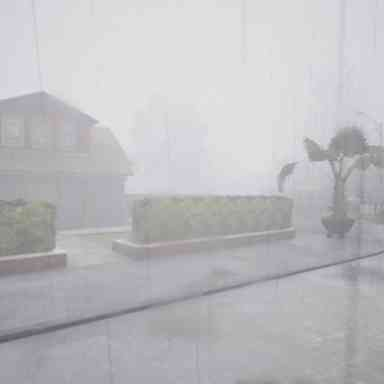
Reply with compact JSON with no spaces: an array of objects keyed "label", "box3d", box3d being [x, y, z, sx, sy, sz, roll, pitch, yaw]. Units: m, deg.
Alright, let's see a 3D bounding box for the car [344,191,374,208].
[{"label":"car","box3d":[17.882,0.851,36.555,3.866,1.878,1.905,0,0,0]}]
